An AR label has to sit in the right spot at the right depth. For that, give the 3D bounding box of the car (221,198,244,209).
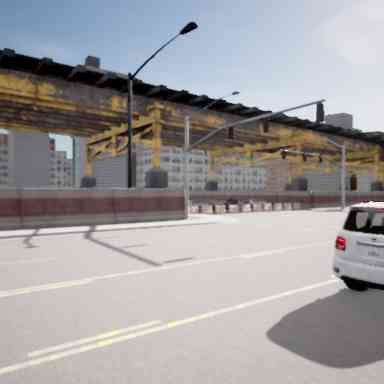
[{"bbox_3d":[4.952,1.342,39.910,1.853,1.218,4.536,0,0,18],"label":"car"}]

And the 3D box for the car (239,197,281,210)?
[{"bbox_3d":[8.849,1.503,43.618,4.974,1.542,2.038,0,0,-7],"label":"car"}]

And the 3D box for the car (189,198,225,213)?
[{"bbox_3d":[1.139,1.340,37.184,4.536,1.218,1.853,0,0,8],"label":"car"}]

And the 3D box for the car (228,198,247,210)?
[{"bbox_3d":[4.936,1.500,39.860,2.038,1.542,4.974,0,0,18],"label":"car"}]

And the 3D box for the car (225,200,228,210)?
[{"bbox_3d":[1.190,1.498,37.177,4.974,1.542,2.038,0,0,8],"label":"car"}]

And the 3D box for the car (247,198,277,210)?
[{"bbox_3d":[8.797,1.345,43.612,4.536,1.218,1.853,0,0,-7],"label":"car"}]

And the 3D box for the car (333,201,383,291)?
[{"bbox_3d":[5.598,1.230,7.770,5.566,2.045,2.150,0,0,-35],"label":"car"}]
